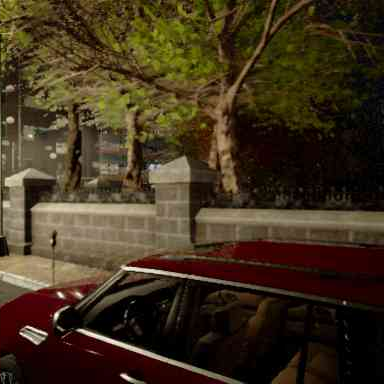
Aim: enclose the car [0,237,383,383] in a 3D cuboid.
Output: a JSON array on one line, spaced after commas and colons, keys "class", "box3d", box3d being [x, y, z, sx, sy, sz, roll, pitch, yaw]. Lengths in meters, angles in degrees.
[{"class": "car", "box3d": [0.308, 1.316, 2.668, 5.009, 1.841, 2.192, 0, -1, 35]}]
